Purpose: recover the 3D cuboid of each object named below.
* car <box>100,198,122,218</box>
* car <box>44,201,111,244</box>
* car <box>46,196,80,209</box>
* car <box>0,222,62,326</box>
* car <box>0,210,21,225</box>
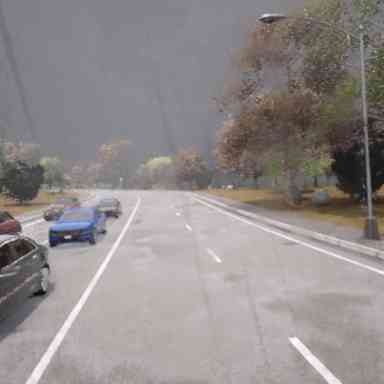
[{"bbox_3d":[-6.586,1.232,26.340,2.033,1.411,5.357,-3,3,-7],"label":"car"},{"bbox_3d":[-5.308,1.495,15.921,1.882,1.535,5.008,-3,2,-7],"label":"car"},{"bbox_3d":[-10.123,1.196,26.430,2.097,1.767,4.553,-3,3,-7],"label":"car"},{"bbox_3d":[-4.107,1.667,6.142,1.837,1.490,4.892,-3,1,-7],"label":"car"},{"bbox_3d":[-8.491,1.599,13.114,2.097,1.767,4.553,-3,1,-7],"label":"car"}]
